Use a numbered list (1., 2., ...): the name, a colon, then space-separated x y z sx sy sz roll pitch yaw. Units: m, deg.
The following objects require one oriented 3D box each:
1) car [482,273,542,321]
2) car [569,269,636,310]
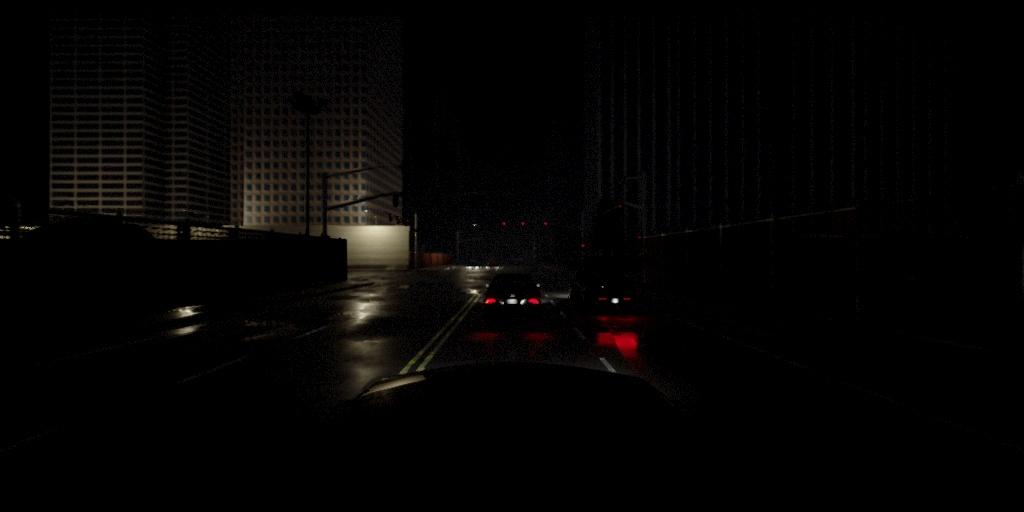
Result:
1. car: 0.020 1.303 12.423 2.033 1.411 5.357 0 0 0
2. car: 3.544 1.262 14.632 1.837 1.490 4.892 0 0 1
